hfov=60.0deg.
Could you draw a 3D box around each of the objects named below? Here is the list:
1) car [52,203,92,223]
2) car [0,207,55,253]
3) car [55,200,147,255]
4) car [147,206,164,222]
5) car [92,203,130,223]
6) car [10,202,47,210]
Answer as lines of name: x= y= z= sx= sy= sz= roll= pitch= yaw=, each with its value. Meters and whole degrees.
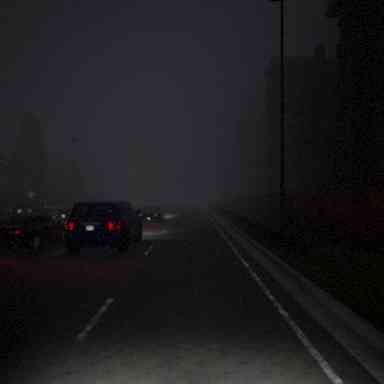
car: x=-10.500 y=1.803 z=29.452 sx=1.812 sy=1.442 sz=4.674 roll=0 pitch=0 yaw=0
car: x=-6.998 y=1.644 z=14.386 sx=1.837 sy=1.490 sz=4.892 roll=0 pitch=0 yaw=0
car: x=-3.501 y=1.350 z=14.099 sx=2.150 sy=2.045 sz=5.566 roll=0 pitch=0 yaw=0
car: x=-3.503 y=1.876 z=29.182 sx=1.895 sy=1.301 sz=4.718 roll=0 pitch=0 yaw=0
car: x=-7.000 y=1.769 z=29.370 sx=2.128 sy=1.511 sz=4.902 roll=0 pitch=0 yaw=0
car: x=-14.002 y=1.625 z=29.159 sx=2.097 sy=1.767 sz=4.553 roll=0 pitch=-1 yaw=0
